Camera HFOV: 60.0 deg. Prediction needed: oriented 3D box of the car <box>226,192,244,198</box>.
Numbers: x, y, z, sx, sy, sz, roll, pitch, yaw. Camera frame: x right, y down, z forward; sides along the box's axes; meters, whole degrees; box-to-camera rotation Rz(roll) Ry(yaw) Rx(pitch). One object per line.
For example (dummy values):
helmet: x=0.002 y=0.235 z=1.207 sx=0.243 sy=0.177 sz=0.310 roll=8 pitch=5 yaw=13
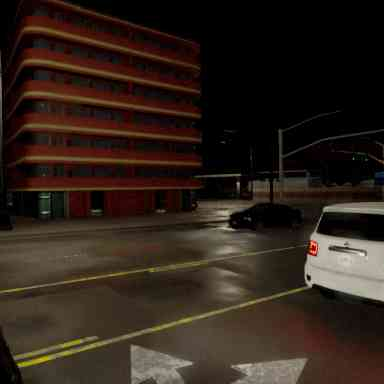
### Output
car: x=11.384 y=0.812 z=85.098 sx=3.806 sy=1.475 sz=1.970 roll=-1 pitch=1 yaw=-35

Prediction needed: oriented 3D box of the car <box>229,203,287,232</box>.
car: x=4.429 y=1.442 z=19.954 sx=5.008 sy=1.535 sz=1.882 roll=0 pitch=0 yaw=-35

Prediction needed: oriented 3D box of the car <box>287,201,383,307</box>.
car: x=4.775 y=1.217 z=7.134 sx=5.566 sy=2.045 sz=2.150 roll=0 pitch=0 yaw=-35

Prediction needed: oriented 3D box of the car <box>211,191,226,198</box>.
car: x=7.417 y=0.666 z=89.324 sx=4.611 sy=1.667 sz=2.242 roll=-1 pitch=1 yaw=-35

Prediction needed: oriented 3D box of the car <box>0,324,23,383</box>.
car: x=-3.667 y=1.222 z=1.136 sx=5.566 sy=2.045 sz=2.150 roll=0 pitch=0 yaw=-35
